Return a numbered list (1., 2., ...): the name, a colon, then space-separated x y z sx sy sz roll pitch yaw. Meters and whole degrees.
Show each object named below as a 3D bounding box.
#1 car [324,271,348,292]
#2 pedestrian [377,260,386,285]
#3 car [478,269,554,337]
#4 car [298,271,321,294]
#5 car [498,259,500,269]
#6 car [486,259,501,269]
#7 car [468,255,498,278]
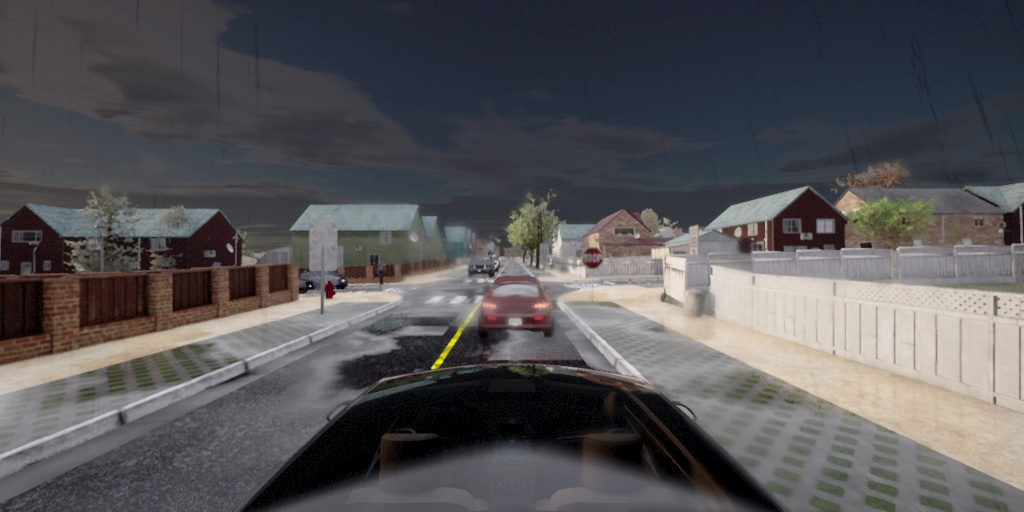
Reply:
1. car: -13.026 1.641 23.474 4.181 1.385 1.994 -2 -1 2
2. pedestrian: -9.680 1.186 26.548 0.375 1.860 0.375 0 0 0
3. car: 0.138 1.269 10.123 1.812 1.442 4.674 0 0 2
4. car: -14.078 1.557 20.678 4.892 1.490 1.837 -2 -1 -1
5. car: -2.817 0.927 45.196 2.150 2.045 5.566 0 0 0
6. car: -2.800 1.182 55.574 2.128 1.511 4.902 0 0 0
7. car: -2.829 0.941 34.300 2.150 2.045 5.566 0 0 0
